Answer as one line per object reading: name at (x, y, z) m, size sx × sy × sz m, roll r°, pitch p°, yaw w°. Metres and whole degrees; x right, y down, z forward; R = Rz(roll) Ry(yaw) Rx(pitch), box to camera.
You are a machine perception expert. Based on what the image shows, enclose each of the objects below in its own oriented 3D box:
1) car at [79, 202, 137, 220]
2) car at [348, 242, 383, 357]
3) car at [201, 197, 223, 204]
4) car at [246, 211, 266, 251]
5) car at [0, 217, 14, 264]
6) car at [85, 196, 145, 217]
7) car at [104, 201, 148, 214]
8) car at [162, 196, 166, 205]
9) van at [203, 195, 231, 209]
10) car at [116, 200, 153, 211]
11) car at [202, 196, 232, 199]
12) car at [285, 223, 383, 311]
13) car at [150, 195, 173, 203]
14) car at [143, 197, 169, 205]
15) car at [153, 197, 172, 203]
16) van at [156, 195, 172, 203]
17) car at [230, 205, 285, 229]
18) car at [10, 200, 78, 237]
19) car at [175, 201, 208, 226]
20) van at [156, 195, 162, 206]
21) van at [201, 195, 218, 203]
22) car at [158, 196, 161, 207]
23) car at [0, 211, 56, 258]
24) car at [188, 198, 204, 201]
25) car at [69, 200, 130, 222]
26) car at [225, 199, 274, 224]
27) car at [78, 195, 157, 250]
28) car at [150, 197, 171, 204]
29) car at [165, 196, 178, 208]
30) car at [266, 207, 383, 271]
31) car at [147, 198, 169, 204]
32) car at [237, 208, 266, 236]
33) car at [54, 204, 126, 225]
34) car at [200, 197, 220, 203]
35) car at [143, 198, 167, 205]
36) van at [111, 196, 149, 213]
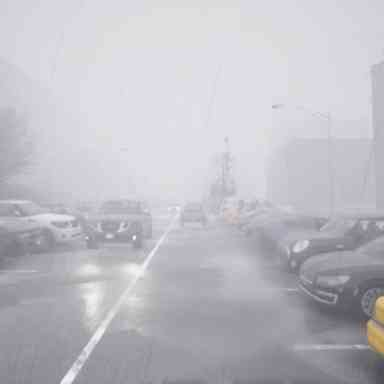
car at (-7.680, 1.723, 30.811) m, size 4.792 × 1.488 × 2.163 m, roll 0°, pitch 0°, yaw 0°
car at (4.864, 1.503, 3.607) m, size 5.366 × 1.575 × 1.946 m, roll 0°, pitch 0°, yaw 0°
car at (4.864, 2.044, 81.234) m, size 5.366 × 1.575 × 1.946 m, roll 0°, pitch 0°, yaw 0°
car at (4.708, 1.597, 12.421) m, size 4.792 × 1.488 × 2.163 m, roll 0°, pitch 0°, yaw 0°
car at (-7.657, 1.539, 8.462) m, size 4.892 × 1.521 × 2.231 m, roll 0°, pitch 0°, yaw 0°
car at (-7.679, 1.461, 33.605) m, size 5.566 × 2.045 × 2.435 m, roll 0°, pitch 0°, yaw 0°
car at (-7.679, 1.781, 39.189) m, size 4.792 × 1.488 × 2.163 m, roll 0°, pitch 0°, yaw 0°
car at (-7.645, 1.889, 58.747) m, size 4.892 × 1.521 × 2.231 m, roll 0°, pitch 0°, yaw 0°
van at (4.796, 1.705, 64.615) m, size 4.442 × 1.987 × 1.878 m, roll 0°, pitch 0°, yaw 0°
car at (-7.649, 1.830, 44.778) m, size 4.674 × 1.452 × 2.002 m, roll 0°, pitch 0°, yaw 0°
car at (4.707, 1.699, 67.406) m, size 5.566 × 2.045 × 2.435 m, roll 0°, pitch 0°, yaw 0°
car at (4.685, 1.529, 6.670) m, size 4.892 × 1.521 × 2.231 m, roll 0°, pitch 0°, yaw 0°
car at (-7.623, 1.811, 83.890) m, size 5.566 × 2.045 × 2.435 m, roll 0°, pitch 0°, yaw 0°
car at (-7.837, 1.982, 72.714) m, size 5.366 × 1.575 × 1.946 m, roll 0°, pitch 0°, yaw 0°
car at (-7.651, 2.085, 86.623) m, size 5.008 × 1.535 × 2.097 m, roll 0°, pitch 0°, yaw 0°
van at (-7.768, 1.962, 92.245) m, size 4.442 × 1.987 × 1.878 m, roll 0°, pitch -1°, yaw 0°
car at (4.676, 1.649, 18.422) m, size 4.674 × 1.452 × 2.002 m, roll 0°, pitch 0°, yaw 0°
car at (-7.682, 1.489, 19.512) m, size 4.553 × 1.767 × 2.185 m, roll 0°, pitch 0°, yaw 0°
car at (0.099, 1.666, 24.994) m, size 2.128 × 1.511 × 4.902 m, roll 0°, pitch 0°, yaw 0°
van at (-7.535, 1.623, 53.161) m, size 4.442 × 1.987 × 1.878 m, roll 0°, pitch 0°, yaw 0°
van at (4.795, 1.908, 89.720) m, size 4.442 × 1.987 × 1.878 m, roll 0°, pitch -1°, yaw 0°
car at (-7.646, 1.828, 50.241) m, size 5.008 × 1.535 × 2.097 m, roll 0°, pitch 0°, yaw 0°
car at (-7.645, 1.557, 11.255) m, size 5.008 × 1.535 × 2.097 m, roll 0°, pitch 0°, yaw 0°
car at (0.098, 1.780, 41.555) m, size 2.128 × 1.511 × 4.902 m, roll 0°, pitch 0°, yaw 0°
car at (-7.683, 1.548, 28.018) m, size 4.553 × 1.767 × 2.185 m, roll 0°, pitch 0°, yaw 0°
car at (4.647, 1.504, 21.362) m, size 4.553 × 1.767 × 2.185 m, roll 0°, pitch 0°, yaw 0°
car at (-3.101, 1.327, 15.264) m, size 2.150 × 2.045 × 5.566 m, roll 0°, pitch 0°, yaw 0°
car at (-7.622, 2.073, 81.095) m, size 4.792 × 1.488 × 2.163 m, roll 0°, pitch 0°, yaw 0°
car at (-3.055, 1.922, 57.019) m, size 1.812 × 1.442 × 4.674 m, roll 0°, pitch 0°, yaw 0°
car at (4.710, 1.422, 9.484) m, size 4.553 × 1.767 × 2.185 m, roll 0°, pitch 0°, yaw 0°
car at (-7.681, 2.034, 75.508) m, size 4.792 × 1.488 × 2.163 m, roll 0°, pitch 0°, yaw 0°
car at (4.676, 1.628, 15.359) m, size 4.674 × 1.452 × 2.002 m, roll 0°, pitch 0°, yaw 0°
car at (-7.621, 1.684, 25.221) m, size 4.792 × 1.488 × 2.163 m, roll 0°, pitch 0°, yaw 0°
car at (4.684, 2.091, 86.942) m, size 5.008 × 1.535 × 2.097 m, roll 0°, pitch -1°, yaw 0°
car at (-7.680, 1.995, 69.920) m, size 4.792 × 1.488 × 2.163 m, roll 0°, pitch 0°, yaw 0°
van at (-7.768, 1.545, 41.987) m, size 4.442 × 1.987 × 1.878 m, roll 0°, pitch 0°, yaw 0°
